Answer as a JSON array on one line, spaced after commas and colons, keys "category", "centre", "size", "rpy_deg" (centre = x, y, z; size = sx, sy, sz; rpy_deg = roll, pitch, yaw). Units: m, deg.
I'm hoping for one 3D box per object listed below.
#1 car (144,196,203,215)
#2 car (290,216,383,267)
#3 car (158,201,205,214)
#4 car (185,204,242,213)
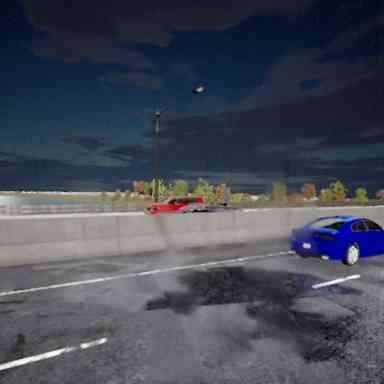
[{"category": "car", "centre": [-1.331, 1.382, 28.731], "size": [5.566, 2.045, 2.150], "rpy_deg": [1, -1, -35]}, {"category": "car", "centre": [5.694, 1.596, 12.042], "size": [5.008, 1.535, 1.882], "rpy_deg": [1, 0, -35]}, {"category": "car", "centre": [0.260, 1.646, 25.568], "size": [4.902, 1.511, 2.128], "rpy_deg": [1, -1, -35]}, {"category": "car", "centre": [2.017, 1.714, 22.527], "size": [4.181, 1.385, 1.994], "rpy_deg": [1, 0, -35]}]
